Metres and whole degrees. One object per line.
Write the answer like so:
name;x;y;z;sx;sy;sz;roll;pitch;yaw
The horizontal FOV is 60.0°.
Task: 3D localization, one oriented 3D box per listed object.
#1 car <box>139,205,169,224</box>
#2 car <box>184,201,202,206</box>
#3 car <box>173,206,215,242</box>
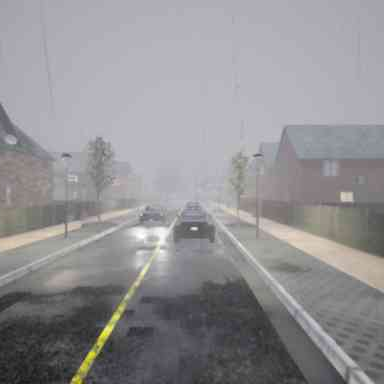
car;-2.847;1.670;25.477;1.895;1.301;4.718;0;0;0
car;0.102;1.661;34.822;2.033;1.411;5.357;0;0;0
car;0.100;1.603;16.772;1.994;1.385;4.181;0;0;0
